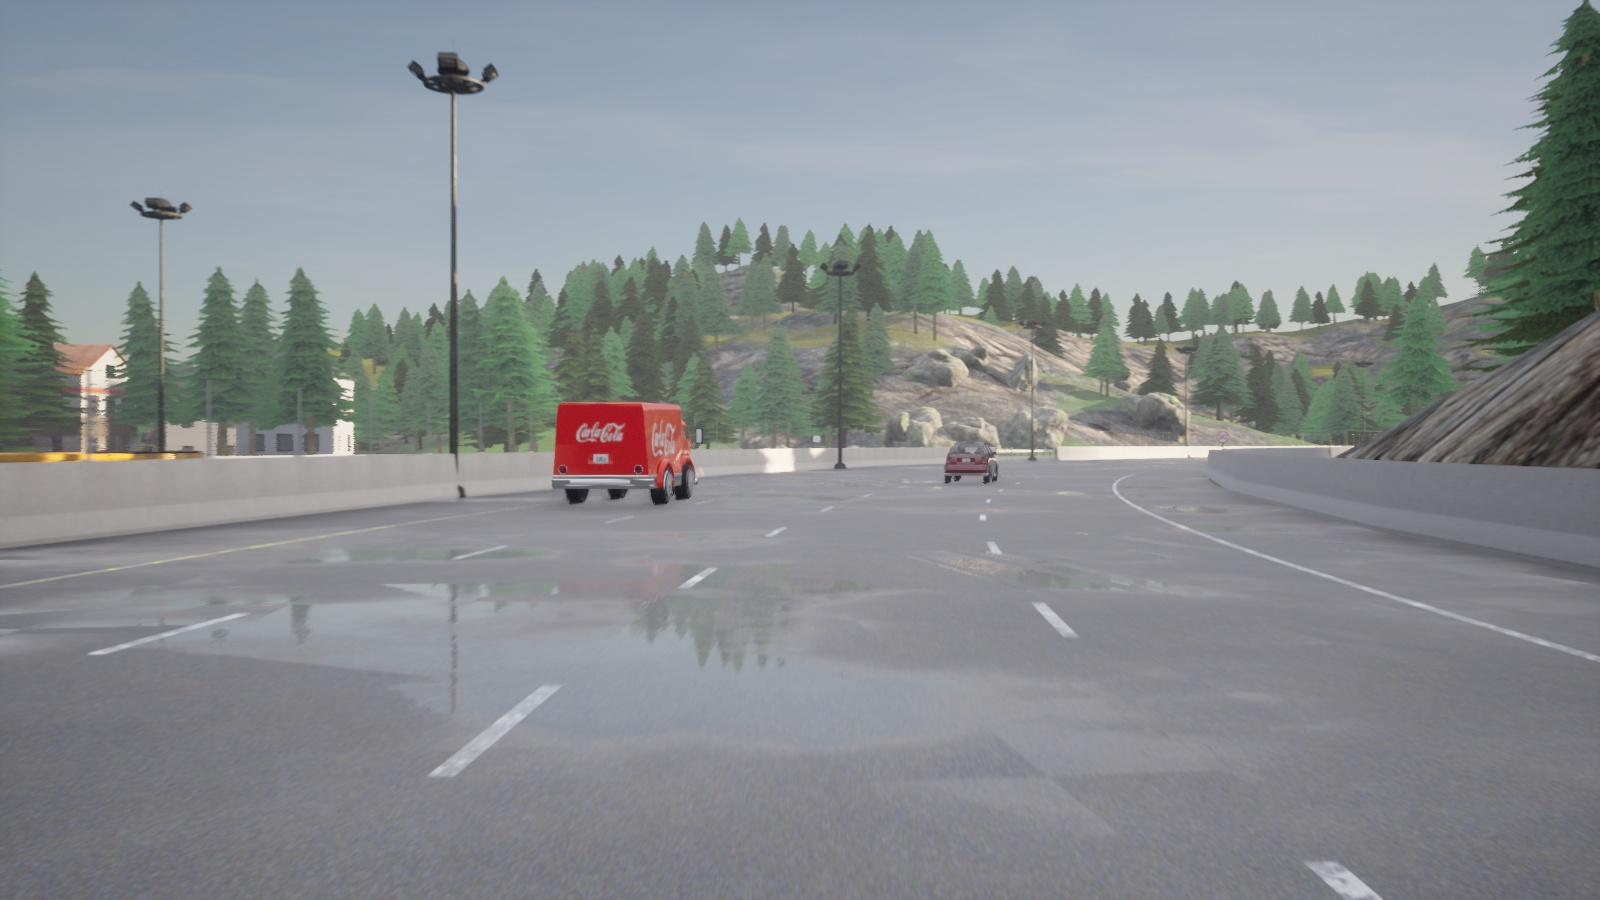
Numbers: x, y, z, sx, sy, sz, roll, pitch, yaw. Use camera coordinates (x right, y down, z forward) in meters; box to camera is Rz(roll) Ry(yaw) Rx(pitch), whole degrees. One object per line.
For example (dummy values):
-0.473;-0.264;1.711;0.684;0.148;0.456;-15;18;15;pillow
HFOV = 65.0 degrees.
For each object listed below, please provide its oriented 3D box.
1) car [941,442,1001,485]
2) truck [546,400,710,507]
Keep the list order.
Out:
6.520;0.478;47.546;1.789;1.549;3.705;0;0;15;car
-4.178;0.072;31.579;2.627;2.467;5.204;0;0;10;truck
